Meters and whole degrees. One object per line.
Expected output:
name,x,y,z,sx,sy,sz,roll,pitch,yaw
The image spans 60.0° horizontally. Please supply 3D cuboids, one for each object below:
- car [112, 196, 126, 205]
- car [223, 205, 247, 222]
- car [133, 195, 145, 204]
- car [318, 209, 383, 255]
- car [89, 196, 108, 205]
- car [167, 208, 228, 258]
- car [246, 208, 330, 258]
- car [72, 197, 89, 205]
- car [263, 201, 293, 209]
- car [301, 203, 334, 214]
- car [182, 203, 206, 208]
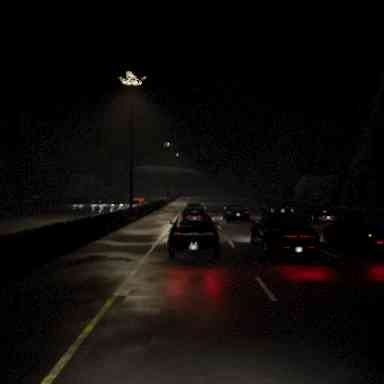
car,-13.635,1.557,62.117,1.837,1.490,4.892,0,1,1
car,3.690,1.770,28.310,1.994,1.385,4.181,0,0,1
car,-10.137,1.404,62.267,2.097,1.767,4.553,0,1,1
car,7.092,1.668,13.795,1.812,1.442,4.674,0,0,1
car,-17.132,1.558,62.068,1.837,1.490,4.892,0,1,1
car,0.086,1.632,13.451,2.128,1.511,4.902,0,0,1
car,3.587,1.646,13.430,1.837,1.490,4.892,0,0,1
car,-20.615,1.603,61.943,2.033,1.411,5.357,0,1,1
car,7.189,1.556,28.318,2.097,1.767,4.553,0,0,1
car,10.688,1.712,28.353,1.837,1.490,4.892,0,0,1
car,0.189,1.713,28.441,1.837,1.490,4.892,0,0,1
